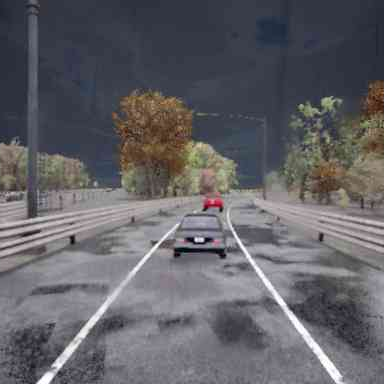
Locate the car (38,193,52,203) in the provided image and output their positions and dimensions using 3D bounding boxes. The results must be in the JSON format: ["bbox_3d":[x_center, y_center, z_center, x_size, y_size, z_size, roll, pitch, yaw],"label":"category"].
[{"bbox_3d":[-20.759,0.836,46.456,1.882,1.535,5.008,0,0,-19],"label":"car"}]

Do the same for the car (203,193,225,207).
[{"bbox_3d":[2.534,1.131,38.597,2.150,2.045,5.566,0,0,7],"label":"car"}]

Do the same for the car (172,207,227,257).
[{"bbox_3d":[0.343,1.523,12.779,2.033,1.411,5.357,0,0,3],"label":"car"}]

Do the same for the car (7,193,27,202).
[{"bbox_3d":[-24.391,0.849,46.474,1.837,1.490,4.892,0,0,-15],"label":"car"}]
